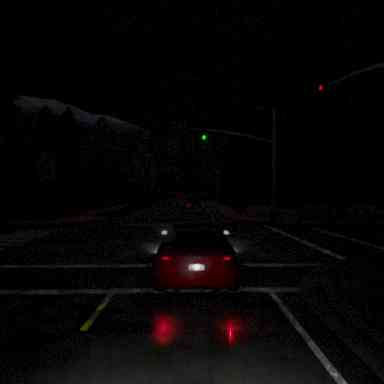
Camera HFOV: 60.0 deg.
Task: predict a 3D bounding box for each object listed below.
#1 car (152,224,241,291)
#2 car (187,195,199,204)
[{"bbox_3d":[0.096,1.526,8.921,1.994,1.385,4.181,0,0,0],"label":"car"},{"bbox_3d":[0.100,1.275,58.818,1.812,1.442,4.674,0,0,0],"label":"car"}]
